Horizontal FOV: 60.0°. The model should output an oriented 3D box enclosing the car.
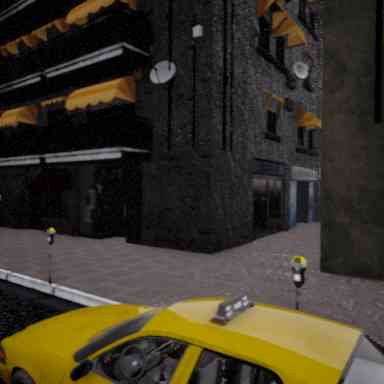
[{"bbox_3d":[0.113,1.520,2.784,4.829,1.417,1.752,0,1,36],"label":"car"}]
